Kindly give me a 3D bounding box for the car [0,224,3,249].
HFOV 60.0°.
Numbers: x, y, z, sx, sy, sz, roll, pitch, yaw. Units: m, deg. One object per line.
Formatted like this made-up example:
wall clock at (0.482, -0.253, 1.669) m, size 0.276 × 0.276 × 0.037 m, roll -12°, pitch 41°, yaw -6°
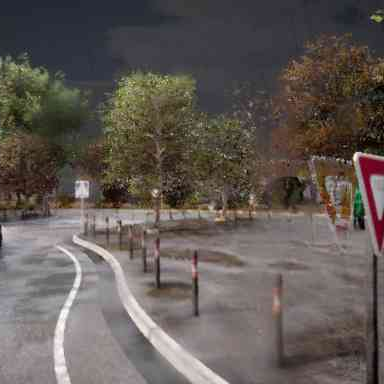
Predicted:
car at (-9.160, 1.498, 13.697) m, size 1.882 × 1.535 × 5.008 m, roll 1°, pitch -1°, yaw -38°
